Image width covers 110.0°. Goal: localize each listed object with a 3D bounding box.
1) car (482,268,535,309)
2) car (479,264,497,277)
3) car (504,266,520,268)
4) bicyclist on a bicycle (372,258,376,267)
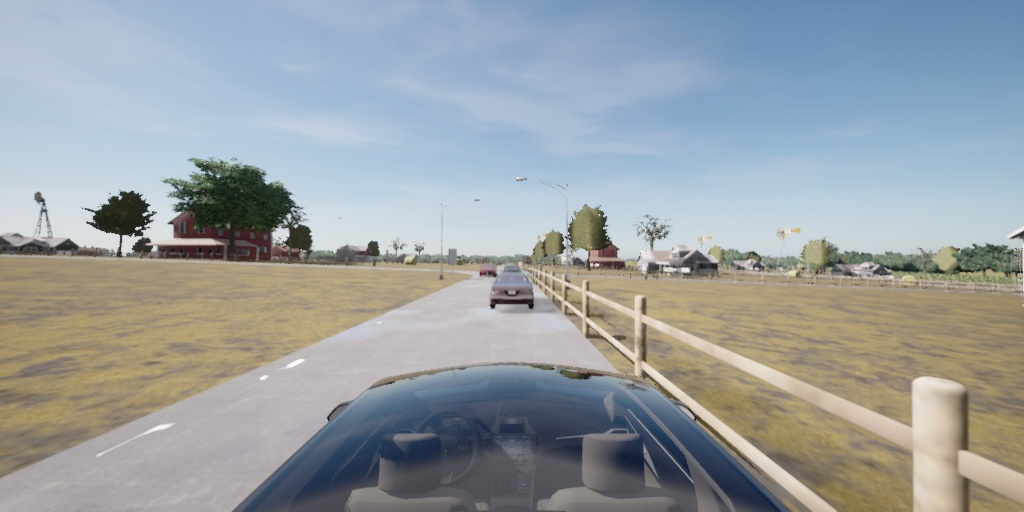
[{"bbox_3d":[-0.003,1.434,15.842,2.033,1.411,5.357,0,-1,0],"label":"car"},{"bbox_3d":[-2.765,1.674,42.113,1.882,1.535,5.008,0,-1,0],"label":"car"},{"bbox_3d":[-0.004,1.565,31.153,1.837,1.490,4.892,0,0,0],"label":"car"},{"bbox_3d":[-22.633,1.058,58.808,0.582,1.620,1.656,2,-1,0],"label":"bicyclist on a bicycle"}]
